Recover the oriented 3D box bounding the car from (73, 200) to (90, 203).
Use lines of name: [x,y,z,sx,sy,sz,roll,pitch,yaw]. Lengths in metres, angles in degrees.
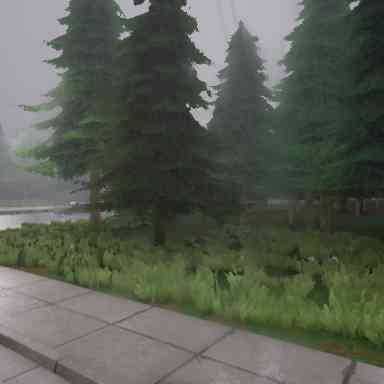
car: [-10.988,1.493,31.958,1.812,1.442,4.674,0,0,35]
